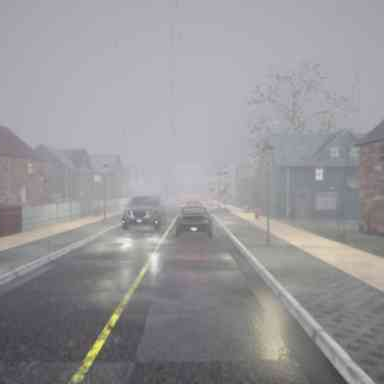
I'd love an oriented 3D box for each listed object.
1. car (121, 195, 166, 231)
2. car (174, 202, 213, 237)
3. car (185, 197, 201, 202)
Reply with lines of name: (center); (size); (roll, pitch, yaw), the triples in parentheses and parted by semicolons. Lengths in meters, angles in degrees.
car: (-2.858, 1.207, 20.778); (2.150, 2.045, 5.566); (0, 0, 0)
car: (0.093, 1.492, 18.029); (1.837, 1.490, 4.892); (0, 0, 0)
car: (0.083, 1.449, 43.269); (1.882, 1.535, 5.008); (0, 0, 0)
